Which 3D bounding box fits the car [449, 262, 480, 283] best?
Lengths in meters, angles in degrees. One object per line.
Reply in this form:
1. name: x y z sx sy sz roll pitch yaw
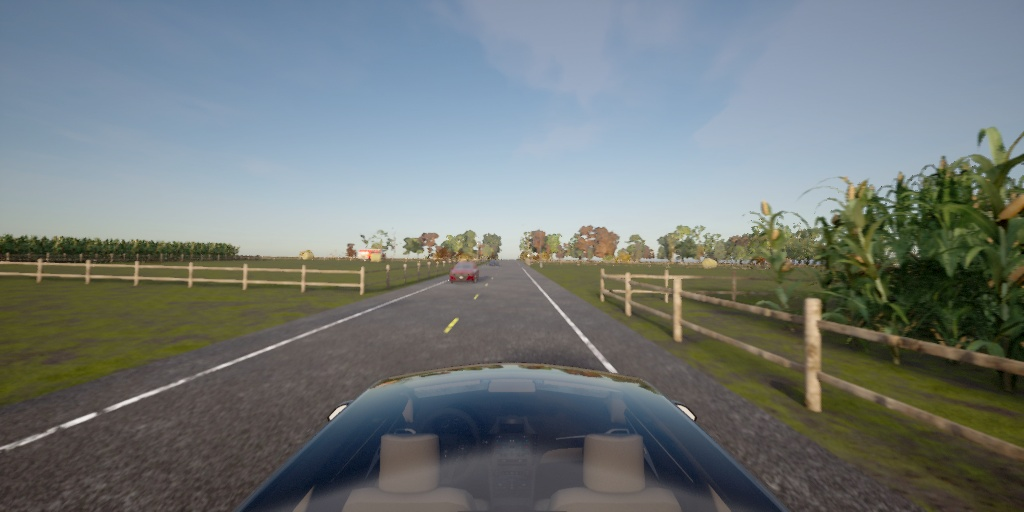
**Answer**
1. car: -3.602 1.238 27.845 1.882 1.535 5.008 0 0 0
